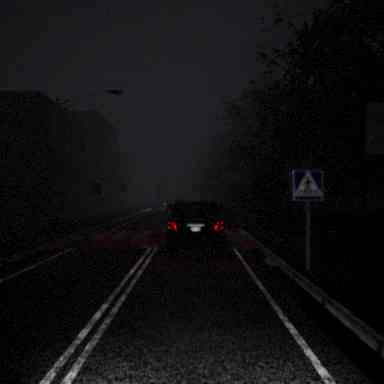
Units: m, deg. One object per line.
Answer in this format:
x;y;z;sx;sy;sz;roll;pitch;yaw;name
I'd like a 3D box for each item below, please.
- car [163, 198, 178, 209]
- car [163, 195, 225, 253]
-3.013;1.616;47.747;1.837;1.490;4.892;0;-1;1;car
0.150;1.126;13.860;2.150;2.045;5.566;0;5;1;car
